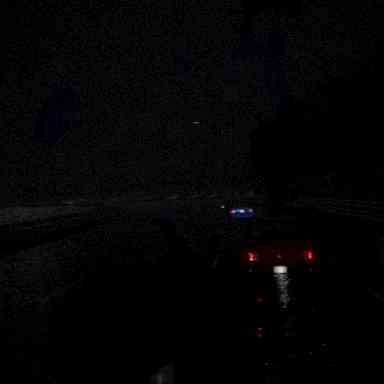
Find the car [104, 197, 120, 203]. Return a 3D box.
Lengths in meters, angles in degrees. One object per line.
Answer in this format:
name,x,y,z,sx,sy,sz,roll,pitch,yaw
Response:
car,-20.884,2.478,88.739,1.882,1.535,5.008,-3,0,-38

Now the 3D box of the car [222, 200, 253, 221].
car,3.422,1.356,25.327,2.033,1.411,5.357,-3,0,0

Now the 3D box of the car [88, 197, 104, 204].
car,-25.072,2.758,88.495,2.033,1.411,5.357,-3,0,-38

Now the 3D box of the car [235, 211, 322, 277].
car,2.330,1.475,9.829,1.895,1.301,4.718,-3,0,8

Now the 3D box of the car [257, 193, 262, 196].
car,18.614,0.591,88.979,4.718,1.301,1.895,-3,0,-27
